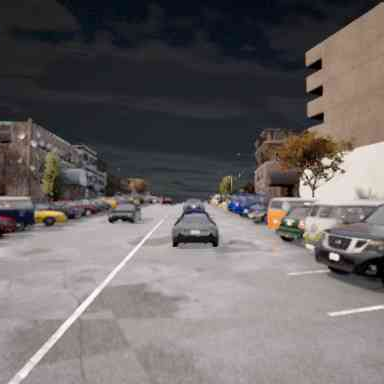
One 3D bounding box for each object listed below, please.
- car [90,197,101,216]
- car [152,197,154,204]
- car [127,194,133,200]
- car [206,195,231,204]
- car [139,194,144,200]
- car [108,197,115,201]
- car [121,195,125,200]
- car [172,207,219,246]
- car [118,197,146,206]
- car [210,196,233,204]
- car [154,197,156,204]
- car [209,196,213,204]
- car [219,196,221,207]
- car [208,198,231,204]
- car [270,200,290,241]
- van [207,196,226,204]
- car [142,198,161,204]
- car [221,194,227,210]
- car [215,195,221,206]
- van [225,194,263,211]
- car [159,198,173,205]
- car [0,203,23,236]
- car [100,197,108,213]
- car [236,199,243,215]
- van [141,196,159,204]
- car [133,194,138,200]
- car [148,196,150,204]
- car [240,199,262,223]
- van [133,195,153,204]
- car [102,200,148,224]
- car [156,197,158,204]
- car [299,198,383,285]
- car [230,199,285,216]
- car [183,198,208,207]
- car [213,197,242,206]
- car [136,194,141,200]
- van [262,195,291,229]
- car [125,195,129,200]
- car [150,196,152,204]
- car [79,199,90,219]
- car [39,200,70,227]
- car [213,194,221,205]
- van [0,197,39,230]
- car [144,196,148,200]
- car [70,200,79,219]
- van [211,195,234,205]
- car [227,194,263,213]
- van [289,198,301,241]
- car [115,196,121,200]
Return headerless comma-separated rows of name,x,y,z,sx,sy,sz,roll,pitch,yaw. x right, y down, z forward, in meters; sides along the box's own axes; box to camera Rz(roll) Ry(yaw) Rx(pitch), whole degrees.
car,-11.322,1.515,30.616,5.008,1.535,2.097,-1,0,-20
car,-11.360,1.933,71.707,4.792,1.488,2.163,0,-2,-20
car,-11.374,1.434,48.229,4.553,1.767,2.185,-1,0,-20
car,6.456,1.884,80.912,5.566,2.045,2.435,1,-2,-20
car,-11.589,1.641,56.964,5.366,1.575,1.946,-1,0,-20
car,-11.345,1.524,36.484,4.892,1.521,2.231,-1,0,-20
car,-11.355,1.408,42.363,4.553,1.767,2.185,-1,0,-20
car,0.145,1.582,15.345,1.994,1.385,4.181,0,0,0
car,-11.406,1.729,62.889,4.892,1.521,2.231,-1,-1,-20
car,6.398,1.779,71.943,4.553,1.767,2.185,1,-2,-20
car,-11.381,1.972,74.625,5.008,1.535,2.097,0,-2,-20
car,6.225,1.640,56.922,5.366,1.575,1.946,1,-1,-20
car,6.270,1.535,38.960,5.366,1.575,1.946,1,0,-20
car,6.484,2.082,77.942,4.792,1.488,2.163,1,-2,-20
car,6.193,1.390,14.968,4.553,1.767,2.185,1,0,-19
van,6.406,2.095,86.873,4.442,1.987,1.878,1,-2,-19
car,-11.258,2.556,92.208,5.008,1.535,2.097,0,-3,-20
car,6.485,1.287,36.042,5.566,2.045,2.435,1,0,-20
car,6.244,1.548,44.953,5.366,1.575,1.946,1,0,-20
van,6.542,1.321,42.065,4.442,1.987,1.878,1,0,-20
car,-4.986,1.921,67.192,1.895,1.301,4.718,0,-1,0
car,-11.182,1.494,15.929,5.008,1.535,2.097,-1,0,-21
car,-11.330,1.520,33.551,4.892,1.521,2.231,-1,0,-20
car,6.440,1.558,27.008,4.792,1.488,2.163,1,0,-19
van,-11.391,2.199,89.250,4.442,1.987,1.878,0,-2,-20
car,-11.403,1.581,51.159,5.008,1.535,2.097,-1,0,-20
car,-11.400,1.783,65.827,4.892,1.521,2.231,-1,-1,-20
car,6.387,1.526,23.987,4.892,1.521,2.231,1,0,-19
van,-11.471,1.823,77.524,4.442,1.987,1.878,0,-1,-20
car,-4.952,1.580,25.365,2.033,1.411,5.357,0,0,-1
car,-11.346,2.170,80.492,4.674,1.452,2.002,0,-2,-20
car,6.075,1.258,8.961,5.566,2.045,2.435,1,0,-19
car,6.455,1.535,33.026,4.892,1.521,2.231,1,0,-20
car,0.164,1.390,32.516,2.097,1.767,4.553,0,0,0
car,6.372,1.716,59.963,4.792,1.488,2.163,1,-1,-20
car,-11.419,1.611,54.091,5.008,1.535,2.097,-1,-1,-20
van,6.392,1.294,18.021,4.442,1.987,1.878,1,0,-19
car,-11.398,1.584,45.296,4.674,1.452,2.002,-1,0,-20
car,-11.369,1.712,68.768,4.553,1.767,2.185,0,-1,-20
car,-11.263,1.540,27.689,4.792,1.488,2.163,-1,0,-20
car,-11.064,1.497,21.873,5.366,1.575,1.946,-1,0,-20
car,6.438,1.317,48.023,5.566,2.045,2.435,1,-1,-20
van,-11.321,1.274,18.829,4.442,1.987,1.878,-1,0,-21
car,-11.444,1.433,59.947,5.566,2.045,2.435,-1,-1,-20
car,-11.274,1.506,24.744,5.008,1.535,2.097,-1,0,-20
van,6.311,1.612,68.914,4.442,1.987,1.878,1,-1,-20
car,6.472,1.280,30.023,5.566,2.045,2.435,1,0,-20
van,6.054,1.285,11.932,4.442,1.987,1.878,1,0,-19
car,-11.363,1.527,39.421,5.008,1.535,2.097,-1,0,-20
